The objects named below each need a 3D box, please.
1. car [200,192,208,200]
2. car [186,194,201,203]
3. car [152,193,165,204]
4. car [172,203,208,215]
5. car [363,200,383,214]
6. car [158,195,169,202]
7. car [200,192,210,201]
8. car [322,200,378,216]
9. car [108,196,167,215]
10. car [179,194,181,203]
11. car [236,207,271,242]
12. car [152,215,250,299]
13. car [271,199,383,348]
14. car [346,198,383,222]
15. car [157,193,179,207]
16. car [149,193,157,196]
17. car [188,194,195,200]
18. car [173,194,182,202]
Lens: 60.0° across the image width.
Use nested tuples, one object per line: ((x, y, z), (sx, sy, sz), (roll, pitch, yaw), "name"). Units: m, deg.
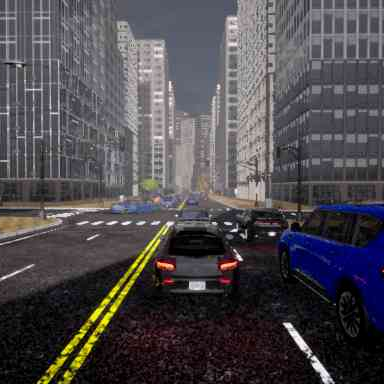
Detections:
((3.164, 0.968, 89.640), (2.150, 2.045, 5.566), (0, 0, 0), "car")
((0.025, 1.520, 57.619), (1.994, 1.385, 4.181), (0, 0, 0), "car")
((-6.594, 1.166, 66.020), (2.150, 2.045, 5.566), (0, 0, 1), "car")
((0.085, 1.538, 17.564), (2.033, 1.411, 5.357), (0, 0, 0), "car")
((21.774, 1.643, 36.707), (4.829, 1.417, 1.752), (1, 0, 1), "car")
((-6.574, 1.471, 76.500), (2.033, 1.411, 5.357), (0, 0, 0), "car")
((3.174, 1.443, 79.610), (1.812, 1.442, 4.674), (0, 0, 0), "car")
((16.193, 1.616, 34.201), (4.892, 1.490, 1.837), (0, 1, 0), "car")
((-5.643, 1.478, 33.669), (5.357, 1.411, 2.033), (0, 1, -27), "car")
((-3.390, 1.503, 57.374), (2.033, 1.411, 5.357), (0, 0, 0), "car")
((3.335, 1.496, 16.294), (1.837, 1.490, 4.892), (0, 0, 0), "car")
((0.091, 1.522, 8.290), (1.812, 1.442, 4.674), (0, 0, 0), "car")
((3.347, 1.218, 6.434), (2.150, 2.045, 5.566), (0, 0, 0), "car")
((16.174, 1.520, 28.416), (5.009, 1.841, 2.192), (1, 0, 1), "car")
((-3.391, 1.318, 47.902), (2.097, 1.767, 4.553), (0, 0, 0), "car")
((-6.673, 1.318, 47.853), (2.097, 1.767, 4.553), (0, 0, 1), "car")
((-0.087, 1.386, 90.576), (1.882, 1.535, 5.008), (0, 0, 0), "car")
((-3.325, 1.285, 77.398), (2.097, 1.767, 4.553), (0, 0, 0), "car")
